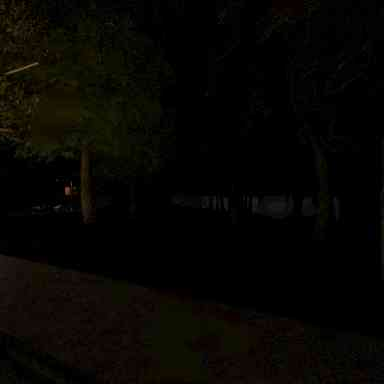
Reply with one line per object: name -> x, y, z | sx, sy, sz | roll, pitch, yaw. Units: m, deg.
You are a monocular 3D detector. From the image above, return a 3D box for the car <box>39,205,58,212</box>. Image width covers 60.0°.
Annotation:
car -> -33.342, 3.881, 77.193 | 1.837, 1.490, 4.892 | 0, -2, -9

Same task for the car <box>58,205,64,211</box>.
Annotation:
car -> -35.052, 4.233, 87.477 | 2.128, 1.511, 4.902 | 0, -2, -9

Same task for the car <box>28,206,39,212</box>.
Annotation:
car -> -36.762, 3.995, 77.948 | 2.033, 1.411, 5.357 | 0, -2, -9
